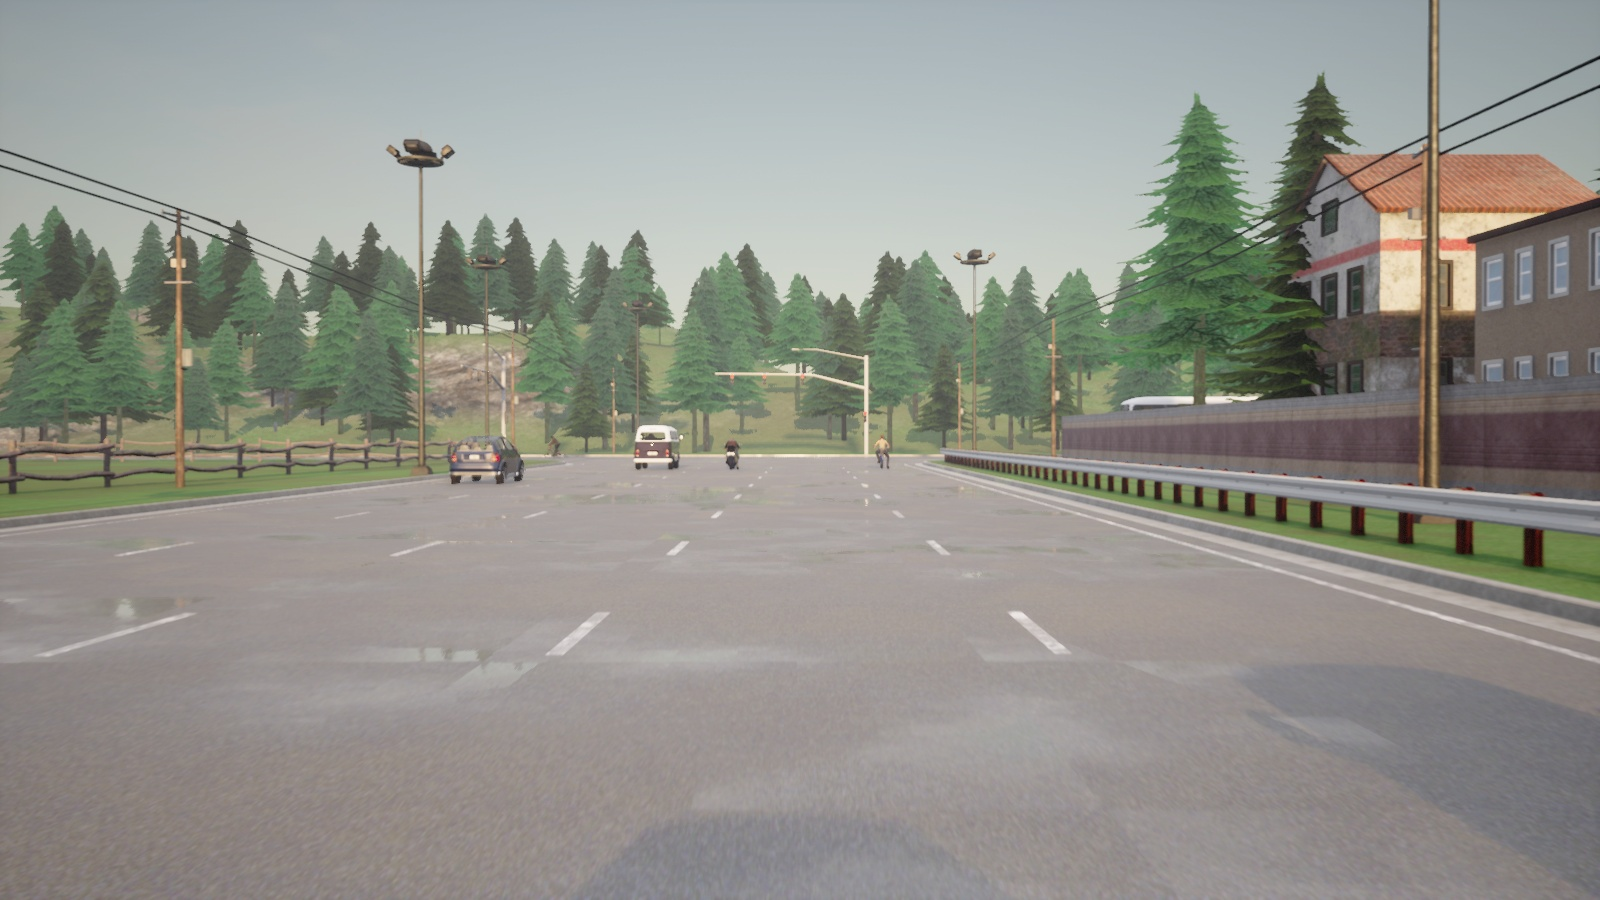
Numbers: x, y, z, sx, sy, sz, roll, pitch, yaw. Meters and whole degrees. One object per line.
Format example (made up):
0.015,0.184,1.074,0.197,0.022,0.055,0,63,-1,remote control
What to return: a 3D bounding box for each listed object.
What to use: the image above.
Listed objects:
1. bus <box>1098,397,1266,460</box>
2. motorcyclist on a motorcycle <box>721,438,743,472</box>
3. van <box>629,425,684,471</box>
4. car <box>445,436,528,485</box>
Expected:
26.108,-1.458,86.277,10.273,4.253,3.944,0,1,1,bus
-3.162,0.205,58.369,0.866,1.530,2.191,0,1,0,motorcyclist on a motorcycle
-6.658,-0.112,58.694,2.069,2.038,4.480,0,1,0,van
-10.257,0.310,41.348,1.789,1.549,3.705,0,1,0,car
